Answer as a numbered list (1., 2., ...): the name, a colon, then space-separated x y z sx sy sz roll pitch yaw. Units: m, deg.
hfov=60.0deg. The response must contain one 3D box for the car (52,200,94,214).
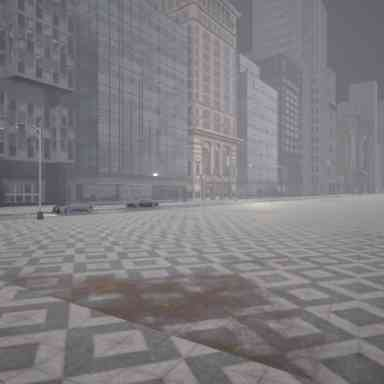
1. car: -12.509 1.576 35.174 1.994 1.385 4.181 0 0 37

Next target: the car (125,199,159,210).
1. car: -6.573 1.598 43.524 1.895 1.301 4.718 0 0 35
